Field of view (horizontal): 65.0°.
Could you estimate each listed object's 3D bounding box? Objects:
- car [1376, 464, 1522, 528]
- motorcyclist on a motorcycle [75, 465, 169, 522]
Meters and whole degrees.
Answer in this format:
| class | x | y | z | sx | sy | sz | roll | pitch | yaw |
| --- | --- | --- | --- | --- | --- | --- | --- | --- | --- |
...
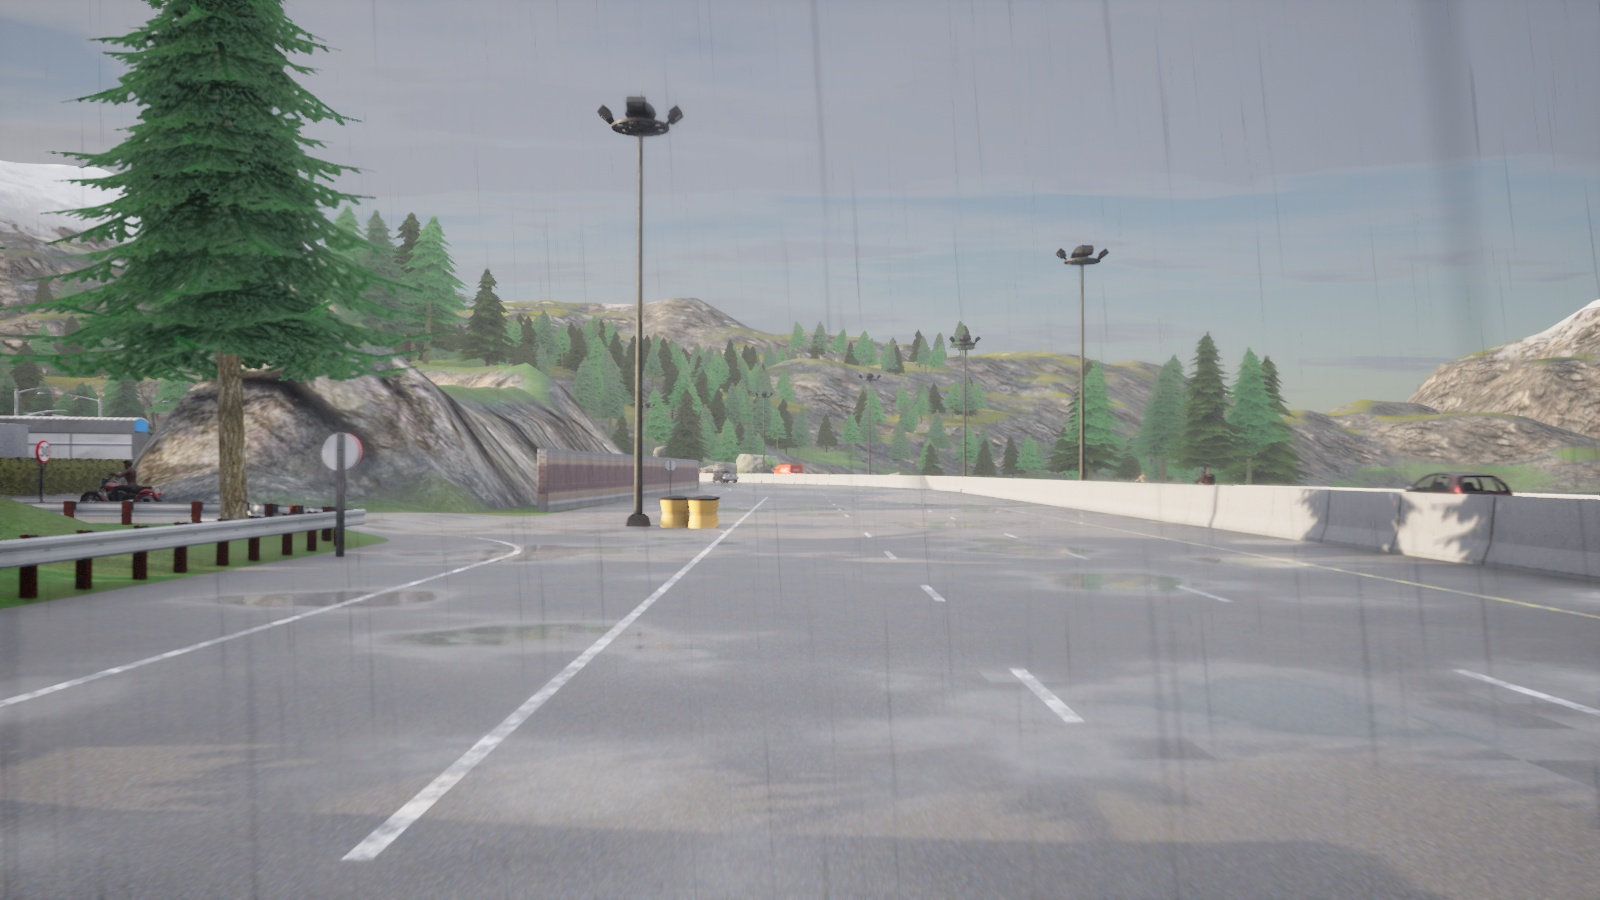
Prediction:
| class | x | y | z | sx | sy | sz | roll | pitch | yaw |
| --- | --- | --- | --- | --- | --- | --- | --- | --- | --- |
| car | 17.420 | 1.211 | 33.937 | 1.851 | 1.617 | 3.988 | 0 | -1 | 0 |
| motorcyclist on a motorcycle | -19.990 | 1.269 | 37.035 | 2.350 | 1.649 | 0.766 | 0 | -1 | 0 |
